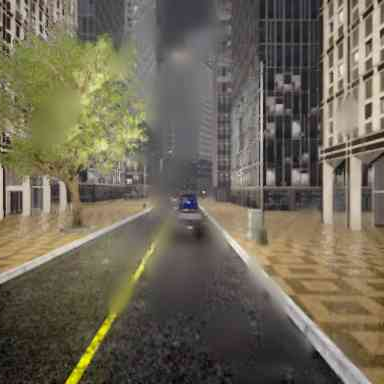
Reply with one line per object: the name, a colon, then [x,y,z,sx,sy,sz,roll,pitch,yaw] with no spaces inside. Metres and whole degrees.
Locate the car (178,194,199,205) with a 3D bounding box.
car: [-0.405,1.245,37.972,2.150,2.045,5.566,0,0,-1]

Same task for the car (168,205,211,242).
car: [-0.112,1.564,16.459,1.994,1.385,4.181,0,0,-1]

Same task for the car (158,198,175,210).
car: [-3.373,1.539,44.175,1.837,1.490,4.892,0,-1,0]
